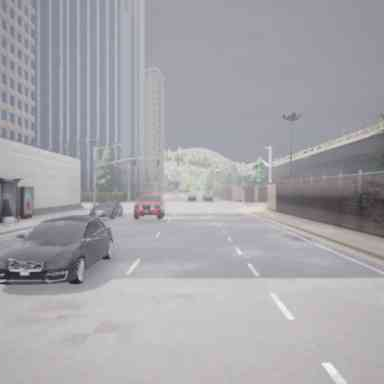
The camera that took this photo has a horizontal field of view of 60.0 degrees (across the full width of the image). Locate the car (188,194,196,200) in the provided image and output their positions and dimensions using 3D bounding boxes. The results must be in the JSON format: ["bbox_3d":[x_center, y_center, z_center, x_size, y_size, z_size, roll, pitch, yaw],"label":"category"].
[{"bbox_3d":[0.022,1.204,81.347,1.837,1.490,4.892,0,0,0],"label":"car"}]

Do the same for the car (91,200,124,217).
[{"bbox_3d":[-7.001,1.425,27.750,2.128,1.511,4.902,0,0,0],"label":"car"}]

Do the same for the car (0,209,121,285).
[{"bbox_3d":[-3.573,1.481,9.552,1.837,1.490,4.892,0,0,0],"label":"car"}]

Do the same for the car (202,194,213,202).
[{"bbox_3d":[3.519,1.302,70.923,1.882,1.535,5.008,0,0,0],"label":"car"}]

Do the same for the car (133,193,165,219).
[{"bbox_3d":[-3.497,1.146,28.248,2.150,2.045,5.566,0,0,0],"label":"car"}]

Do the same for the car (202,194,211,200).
[{"bbox_3d":[3.522,1.204,81.346,1.837,1.490,4.892,0,0,0],"label":"car"}]

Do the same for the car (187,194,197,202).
[{"bbox_3d":[0.019,1.302,70.924,1.882,1.535,5.008,0,0,0],"label":"car"}]
